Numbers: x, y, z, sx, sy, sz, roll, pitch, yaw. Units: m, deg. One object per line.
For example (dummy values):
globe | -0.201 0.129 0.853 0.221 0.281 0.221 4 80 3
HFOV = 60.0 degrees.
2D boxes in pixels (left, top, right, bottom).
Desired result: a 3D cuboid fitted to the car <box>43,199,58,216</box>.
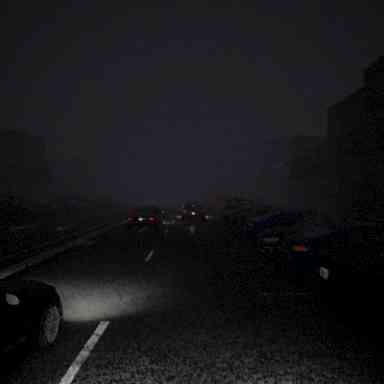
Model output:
car | -15.732 1.591 31.436 4.792 1.488 2.163 0 0 0

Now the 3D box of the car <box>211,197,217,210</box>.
car | 4.718 1.569 33.733 4.892 1.521 2.231 0 0 0

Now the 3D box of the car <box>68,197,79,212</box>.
car | -15.708 1.589 36.952 5.008 1.535 2.097 0 0 0

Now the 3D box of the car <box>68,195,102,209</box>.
car | -15.700 1.405 45.219 5.566 2.045 2.435 0 -1 0

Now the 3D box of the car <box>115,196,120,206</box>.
car | -15.785 1.767 58.993 4.553 1.767 2.185 0 -1 0

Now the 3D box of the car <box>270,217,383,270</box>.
car | 4.708 1.530 8.846 4.674 1.452 2.002 0 0 0

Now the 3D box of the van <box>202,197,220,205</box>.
van | 4.839 2.224 83.734 4.442 1.987 1.878 0 -1 0

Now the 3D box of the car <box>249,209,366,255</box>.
car | 4.717 1.496 11.500 4.892 1.521 2.231 0 0 0

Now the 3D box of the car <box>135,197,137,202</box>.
car | -15.970 2.273 75.531 5.366 1.575 1.946 0 -1 0

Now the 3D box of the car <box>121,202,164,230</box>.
car | -2.898 1.589 21.322 2.033 1.411 5.357 0 0 0

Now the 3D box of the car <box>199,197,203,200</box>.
car | 0.103 1.705 43.000 1.994 1.385 4.181 0 0 0

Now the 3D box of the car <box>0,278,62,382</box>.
car | -2.900 1.529 3.205 1.812 1.442 4.674 0 0 0

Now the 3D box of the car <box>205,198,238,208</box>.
car | 4.899 1.813 55.945 5.366 1.575 1.946 0 -1 0

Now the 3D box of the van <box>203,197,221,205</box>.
van | 4.834 2.168 81.081 4.442 1.987 1.878 0 -1 0

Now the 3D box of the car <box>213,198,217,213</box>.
car | 4.898 1.553 30.953 5.366 1.575 1.946 0 0 0

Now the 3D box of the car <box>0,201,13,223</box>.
car | -15.658 1.554 23.164 4.792 1.488 2.163 0 0 0

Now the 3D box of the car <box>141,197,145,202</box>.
car | -15.777 2.256 86.566 5.566 2.045 2.435 0 -1 0

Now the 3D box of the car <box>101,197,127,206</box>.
car | -15.738 1.961 67.261 4.553 1.767 2.185 0 -1 0

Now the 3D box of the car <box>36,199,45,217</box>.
car | -15.695 1.588 28.679 4.674 1.452 2.002 0 0 0

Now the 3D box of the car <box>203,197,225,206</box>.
car | 4.746 2.083 72.742 4.553 1.767 2.185 0 -1 0

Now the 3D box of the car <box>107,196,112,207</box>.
car | -15.710 1.480 50.729 5.566 2.045 2.435 0 -1 0

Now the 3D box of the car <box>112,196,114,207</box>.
car | -15.738 1.777 53.482 5.008 1.535 2.097 0 -1 0

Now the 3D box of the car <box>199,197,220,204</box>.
car | 4.760 2.311 89.416 5.566 2.045 2.435 0 -1 0

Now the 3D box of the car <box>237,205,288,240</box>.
car | 4.706 1.501 14.279 5.008 1.535 2.097 0 0 0

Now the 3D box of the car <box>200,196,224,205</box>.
car | 4.685 2.080 78.183 5.566 2.045 2.435 0 -1 0

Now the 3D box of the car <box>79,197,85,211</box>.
car | -15.716 1.647 39.706 4.674 1.452 2.002 0 0 0

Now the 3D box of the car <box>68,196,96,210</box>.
car | -15.538 1.623 42.464 5.366 1.575 1.946 0 0 0

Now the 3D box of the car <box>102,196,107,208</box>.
car | -15.705 1.437 47.976 5.566 2.045 2.435 0 -1 0

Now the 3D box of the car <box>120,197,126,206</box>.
car | -15.787 1.706 61.750 5.566 2.045 2.435 0 -1 0

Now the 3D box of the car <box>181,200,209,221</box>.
car | 0.102 1.628 27.734 1.994 1.385 4.181 0 0 0

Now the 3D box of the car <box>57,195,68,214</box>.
car | -15.739 1.450 34.195 4.553 1.767 2.185 0 0 0

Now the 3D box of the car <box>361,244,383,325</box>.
car | 4.717 1.484 3.287 4.892 1.521 2.231 0 0 0

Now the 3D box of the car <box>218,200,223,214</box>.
car | 4.683 1.565 25.520 4.792 1.488 2.163 0 0 0

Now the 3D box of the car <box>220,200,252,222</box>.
car | 4.717 1.525 22.742 5.008 1.535 2.097 0 0 0

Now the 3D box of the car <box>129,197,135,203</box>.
car | -15.965 2.211 72.772 5.366 1.575 1.946 0 -1 0

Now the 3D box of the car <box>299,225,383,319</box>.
car | 4.740 1.516 6.067 4.792 1.488 2.163 0 0 0

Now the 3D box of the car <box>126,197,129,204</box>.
car | -15.736 1.770 64.507 5.566 2.045 2.435 0 -1 0

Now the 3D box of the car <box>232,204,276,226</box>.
car | 4.740 1.538 17.184 4.792 1.488 2.163 0 0 0

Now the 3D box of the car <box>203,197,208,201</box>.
car | 4.685 1.390 44.968 5.566 2.045 2.435 0 -1 0

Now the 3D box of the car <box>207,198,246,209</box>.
car | 4.899 1.672 47.744 5.366 1.575 1.946 0 -1 0

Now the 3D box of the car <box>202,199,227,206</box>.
car | 4.709 2.144 69.961 5.008 1.535 2.097 0 -1 0

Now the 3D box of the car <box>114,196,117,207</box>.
car | -15.778 1.864 56.232 4.792 1.488 2.163 0 -1 0

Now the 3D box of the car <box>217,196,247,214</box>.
car | 4.684 1.420 28.292 4.553 1.767 2.185 0 0 0

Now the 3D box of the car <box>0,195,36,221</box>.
car | -15.721 1.285 25.923 5.566 2.045 2.435 0 0 0

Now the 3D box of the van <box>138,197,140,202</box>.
van | -15.678 2.169 81.051 4.442 1.987 1.878 0 -1 0

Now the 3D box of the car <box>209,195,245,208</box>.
car | 4.681 1.470 39.414 4.553 1.767 2.185 0 0 0

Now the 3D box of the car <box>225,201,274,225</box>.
car | 4.705 1.518 19.962 4.892 1.521 2.231 0 0 0
